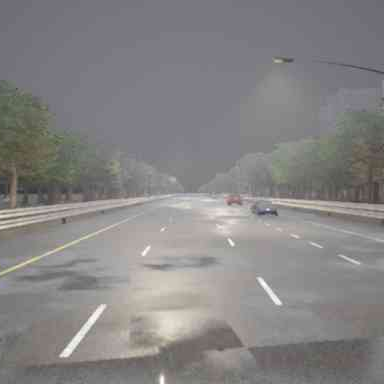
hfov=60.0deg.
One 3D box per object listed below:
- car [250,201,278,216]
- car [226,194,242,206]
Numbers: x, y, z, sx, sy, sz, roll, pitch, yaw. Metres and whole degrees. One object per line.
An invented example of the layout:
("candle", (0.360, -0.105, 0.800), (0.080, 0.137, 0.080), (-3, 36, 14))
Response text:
("car", (6.994, 1.571, 32.594), (1.994, 1.385, 4.181), (0, 0, 0))
("car", (7.022, 1.269, 55.902), (2.150, 2.045, 5.566), (0, 0, 0))
